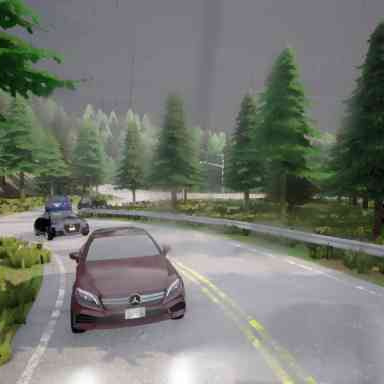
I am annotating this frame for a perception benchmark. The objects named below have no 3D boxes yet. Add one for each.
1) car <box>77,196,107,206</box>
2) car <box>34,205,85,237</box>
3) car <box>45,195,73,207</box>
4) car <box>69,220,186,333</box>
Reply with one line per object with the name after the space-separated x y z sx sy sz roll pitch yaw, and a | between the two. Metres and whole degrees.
-12.737 1.289 42.825 2.097 1.767 4.553 2 2 13 | car
-7.080 1.663 17.847 1.994 1.385 4.181 -4 2 -38 | car
-12.876 1.326 32.234 2.150 2.045 5.566 -1 0 -18 | car
-1.524 1.523 7.095 1.812 1.442 4.674 -2 0 -17 | car
